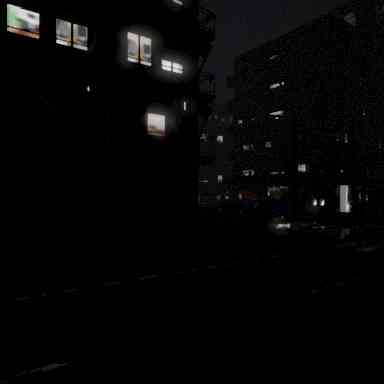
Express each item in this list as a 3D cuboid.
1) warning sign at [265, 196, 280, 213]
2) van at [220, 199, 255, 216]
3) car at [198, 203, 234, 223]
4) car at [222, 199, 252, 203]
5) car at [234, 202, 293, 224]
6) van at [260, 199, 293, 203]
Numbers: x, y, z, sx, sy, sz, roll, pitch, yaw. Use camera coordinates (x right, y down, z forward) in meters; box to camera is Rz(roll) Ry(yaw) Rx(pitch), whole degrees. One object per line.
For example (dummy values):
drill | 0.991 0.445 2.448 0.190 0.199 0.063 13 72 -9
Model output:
warning sign | 8.967 1.399 36.953 1.300 1.860 1.060 1 0 -36
van | 5.160 1.676 38.077 1.690 1.788 3.998 -1 0 -36
car | 1.744 1.874 28.641 1.802 1.307 4.206 -1 0 -36
car | 3.715 1.821 35.696 2.128 1.511 4.902 0 -1 -36
car | 5.844 1.801 27.391 1.994 1.385 4.181 0 -1 -36
van | 8.479 1.602 33.564 1.690 1.788 3.998 -1 0 -36
